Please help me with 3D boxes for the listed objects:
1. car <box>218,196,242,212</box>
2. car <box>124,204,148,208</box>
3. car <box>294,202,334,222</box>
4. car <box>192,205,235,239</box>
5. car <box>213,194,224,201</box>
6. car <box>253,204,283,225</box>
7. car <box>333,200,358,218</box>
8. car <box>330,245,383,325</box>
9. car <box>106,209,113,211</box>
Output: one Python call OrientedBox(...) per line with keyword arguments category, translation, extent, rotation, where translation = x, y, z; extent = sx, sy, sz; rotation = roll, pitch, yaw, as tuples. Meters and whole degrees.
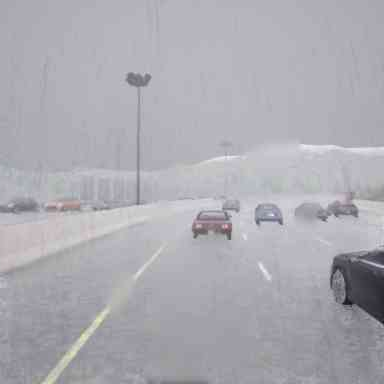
OrientedBox(category="car", translation=(4.611, 1.559, 38.165), extent=(2.033, 1.411, 5.357), rotation=(0, 0, 13))
OrientedBox(category="car", translation=(-6.466, 1.494, 37.402), extent=(1.837, 1.490, 4.892), rotation=(0, -1, 13))
OrientedBox(category="car", translation=(9.450, 1.570, 26.695), extent=(2.033, 1.411, 5.357), rotation=(0, 0, 10))
OrientedBox(category="car", translation=(1.143, 1.604, 17.514), extent=(1.895, 1.301, 4.718), rotation=(0, 0, 6))
OrientedBox(category="car", translation=(6.235, 1.251, 75.809), extent=(1.994, 1.385, 4.181), rotation=(0, 0, 23))
OrientedBox(category="car", translation=(5.557, 1.561, 24.492), extent=(2.033, 1.411, 5.357), rotation=(0, 0, 9))
OrientedBox(category="car", translation=(13.774, 1.524, 30.673), extent=(2.128, 1.511, 4.902), rotation=(0, 0, 11))
OrientedBox(category="car", translation=(3.780, 1.500, 5.134), extent=(2.128, 1.511, 4.902), rotation=(0, 0, 2))
OrientedBox(category="car", translation=(-9.819, 1.580, 38.559), extent=(1.895, 1.301, 4.718), rotation=(0, 0, 12))
